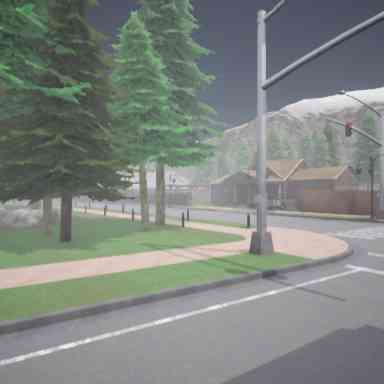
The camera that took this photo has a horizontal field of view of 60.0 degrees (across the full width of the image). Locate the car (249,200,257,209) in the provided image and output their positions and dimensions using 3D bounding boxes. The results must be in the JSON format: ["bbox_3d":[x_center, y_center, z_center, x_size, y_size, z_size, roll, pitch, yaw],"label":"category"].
[{"bbox_3d":[8.683,1.118,39.572,3.866,1.878,1.905,0,0,-37],"label":"car"}]

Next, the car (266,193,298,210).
[{"bbox_3d":[10.501,1.116,37.793,4.605,1.855,1.932,0,0,-37],"label":"car"}]
